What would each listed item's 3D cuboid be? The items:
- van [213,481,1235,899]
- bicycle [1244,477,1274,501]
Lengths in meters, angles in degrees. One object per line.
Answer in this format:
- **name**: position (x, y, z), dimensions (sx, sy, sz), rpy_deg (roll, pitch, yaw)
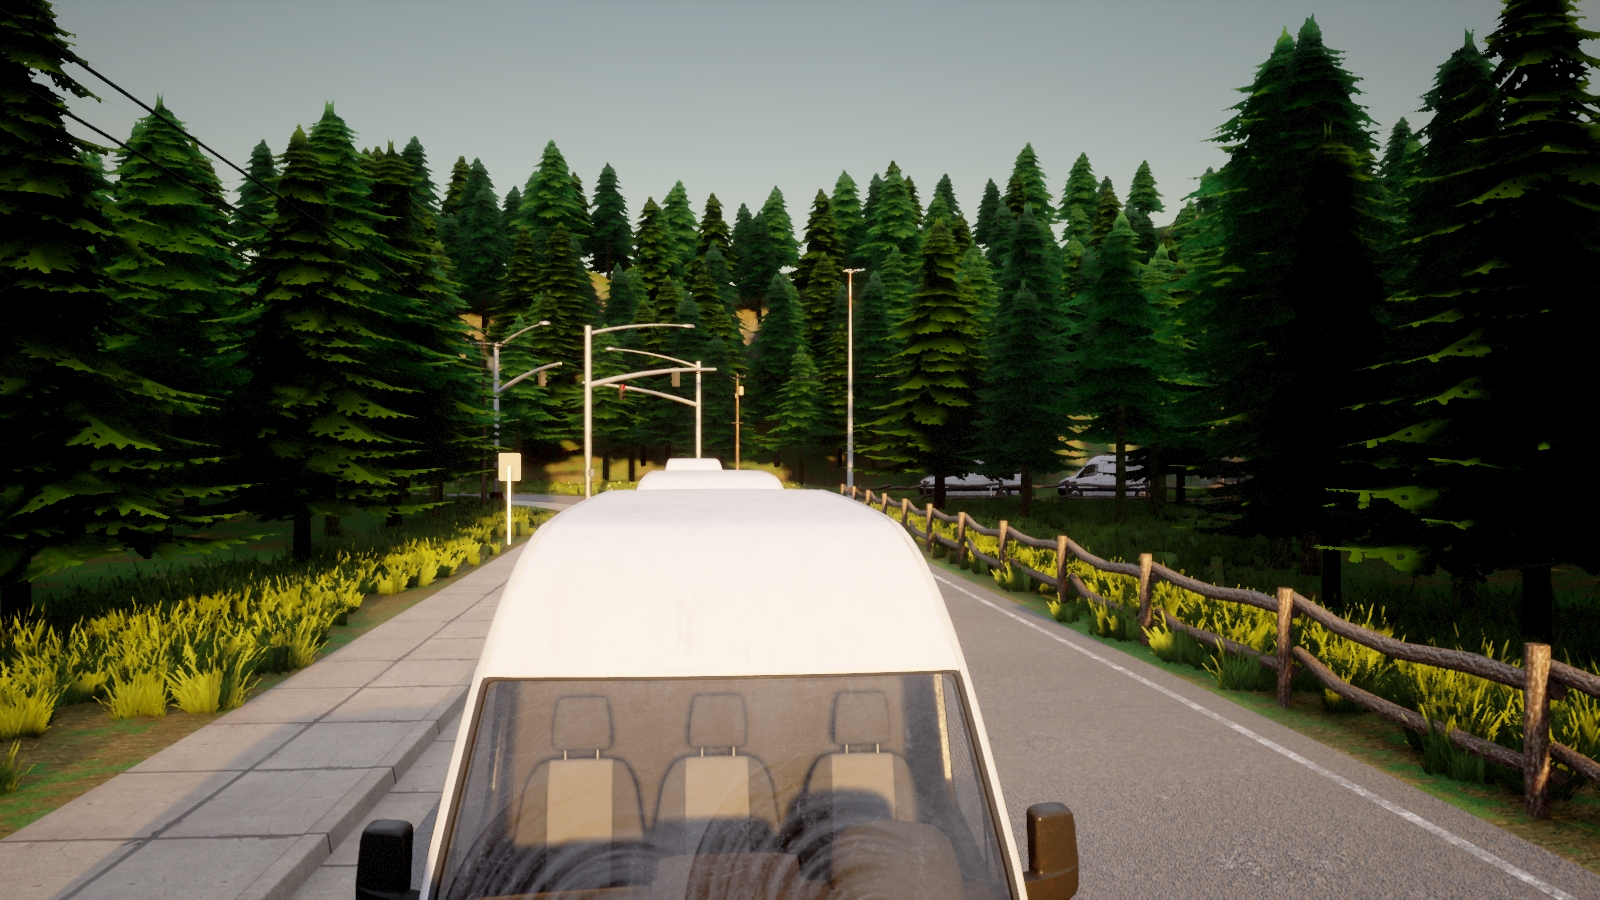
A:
- **van**: position (-0.351, 1.499, 5.176), dimensions (1.988, 2.561, 5.915), rpy_deg (0, 0, -5)
- **bicycle**: position (25.293, 2.157, 62.956), dimensions (1.487, 1.276, 0.859), rpy_deg (0, 0, 27)
